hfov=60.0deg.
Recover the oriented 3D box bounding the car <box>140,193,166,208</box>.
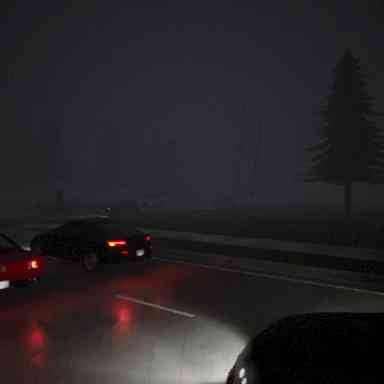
[{"bbox_3d":[-6.099,1.225,46.699,2.150,2.045,5.566,0,1,38],"label":"car"}]

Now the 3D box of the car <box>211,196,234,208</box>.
[{"bbox_3d":[4.601,1.532,49.362,1.812,1.442,4.674,0,0,36],"label":"car"}]

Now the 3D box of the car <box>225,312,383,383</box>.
[{"bbox_3d":[2.294,1.563,2.336,4.181,1.385,1.994,0,0,36],"label":"car"}]

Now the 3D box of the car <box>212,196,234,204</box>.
[{"bbox_3d":[5.898,1.534,62.780,1.812,1.442,4.674,0,0,37],"label":"car"}]

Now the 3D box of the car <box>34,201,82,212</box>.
[{"bbox_3d":[-14.318,1.610,35.638,1.895,1.301,4.718,0,0,37],"label":"car"}]

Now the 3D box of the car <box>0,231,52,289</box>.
[{"bbox_3d":[-5.641,1.603,8.052,4.718,1.301,1.895,0,0,36],"label":"car"}]

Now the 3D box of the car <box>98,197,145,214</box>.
[{"bbox_3d":[-7.241,1.533,33.395,1.812,1.442,4.674,0,0,36],"label":"car"}]

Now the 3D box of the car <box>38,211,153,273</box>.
[{"bbox_3d":[-3.306,1.528,10.681,4.674,1.442,1.812,0,0,36],"label":"car"}]
